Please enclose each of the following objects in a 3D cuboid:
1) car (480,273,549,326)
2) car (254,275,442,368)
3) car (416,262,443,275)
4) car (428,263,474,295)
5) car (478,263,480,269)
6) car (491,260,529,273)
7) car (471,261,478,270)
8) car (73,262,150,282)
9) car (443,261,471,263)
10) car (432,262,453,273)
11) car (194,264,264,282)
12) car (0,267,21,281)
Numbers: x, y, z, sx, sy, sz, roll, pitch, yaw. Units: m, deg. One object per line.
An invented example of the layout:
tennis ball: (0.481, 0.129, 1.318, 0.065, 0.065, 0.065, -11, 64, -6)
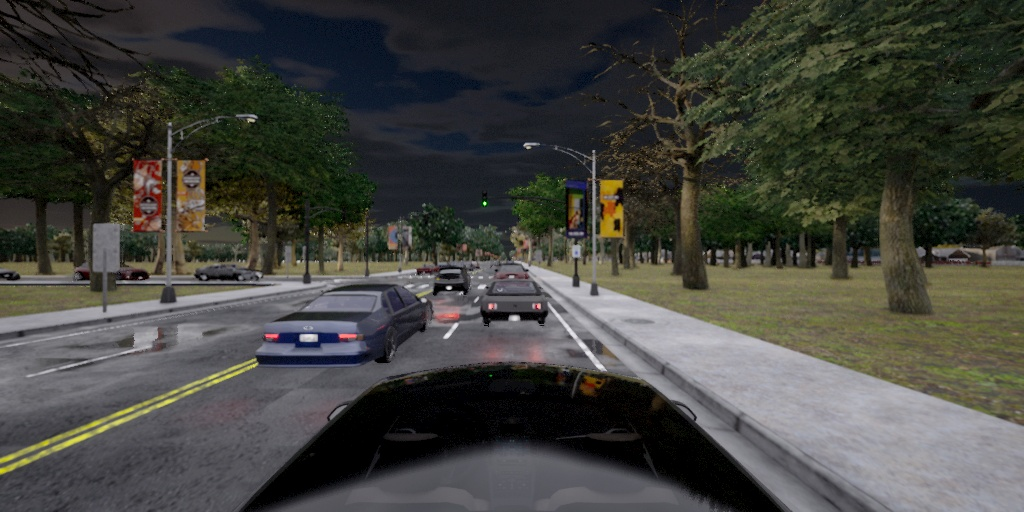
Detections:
car: (0.061, 1.413, 11.957, 1.895, 1.301, 4.718, 0, 0, 0)
car: (-3.173, 1.336, 8.089, 2.033, 1.411, 5.357, 0, 0, 0)
car: (-10.027, 1.611, 42.936, 1.895, 1.301, 4.718, 0, 0, 0)
car: (-3.394, 1.373, 20.736, 1.837, 1.490, 4.892, 0, 0, -4)
car: (-6.832, 1.681, 63.997, 1.812, 1.442, 4.674, 0, 0, 0)
car: (-0.010, 1.229, 22.335, 2.097, 1.767, 4.553, 0, 0, 0)
car: (-6.820, 1.574, 53.762, 2.128, 1.511, 4.902, 0, 0, 0)
car: (-32.563, 1.238, 29.262, 4.553, 1.767, 2.097, 0, 0, 0)
car: (-6.782, 1.511, 44.426, 2.128, 1.511, 4.902, 0, 0, 0)
car: (-10.067, 1.622, 52.589, 2.033, 1.411, 5.357, 0, 0, 0)
car: (-23.059, 1.390, 29.297, 4.902, 1.511, 2.128, 0, 0, 0)
car: (-43.119, 1.443, 29.243, 4.181, 1.385, 1.994, 0, 0, 1)
